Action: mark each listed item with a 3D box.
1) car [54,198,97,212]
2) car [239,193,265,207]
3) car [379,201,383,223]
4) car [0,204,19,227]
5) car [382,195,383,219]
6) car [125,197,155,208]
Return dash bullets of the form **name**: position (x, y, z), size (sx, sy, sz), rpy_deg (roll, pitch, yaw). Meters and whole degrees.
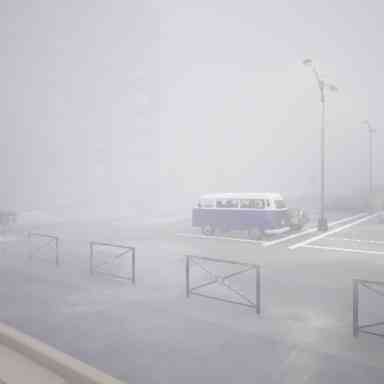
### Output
- **car**: position (-13.342, 1.422, 38.352), size (1.882, 1.535, 5.008), rpy_deg (0, 0, 36)
- **car**: position (10.779, 1.449, 59.558), size (1.837, 1.490, 4.892), rpy_deg (0, 0, 36)
- **car**: position (14.023, 1.395, 20.929), size (3.806, 1.475, 1.970), rpy_deg (0, 0, 36)
- **car**: position (-13.203, 1.544, 20.210), size (1.895, 1.301, 4.718), rpy_deg (0, 0, 36)
- **car**: position (17.273, 1.153, 25.464), size (4.605, 1.855, 1.932), rpy_deg (0, 0, 36)
- **car**: position (-7.266, 1.436, 46.784), size (2.128, 1.511, 4.902), rpy_deg (0, 0, 36)
